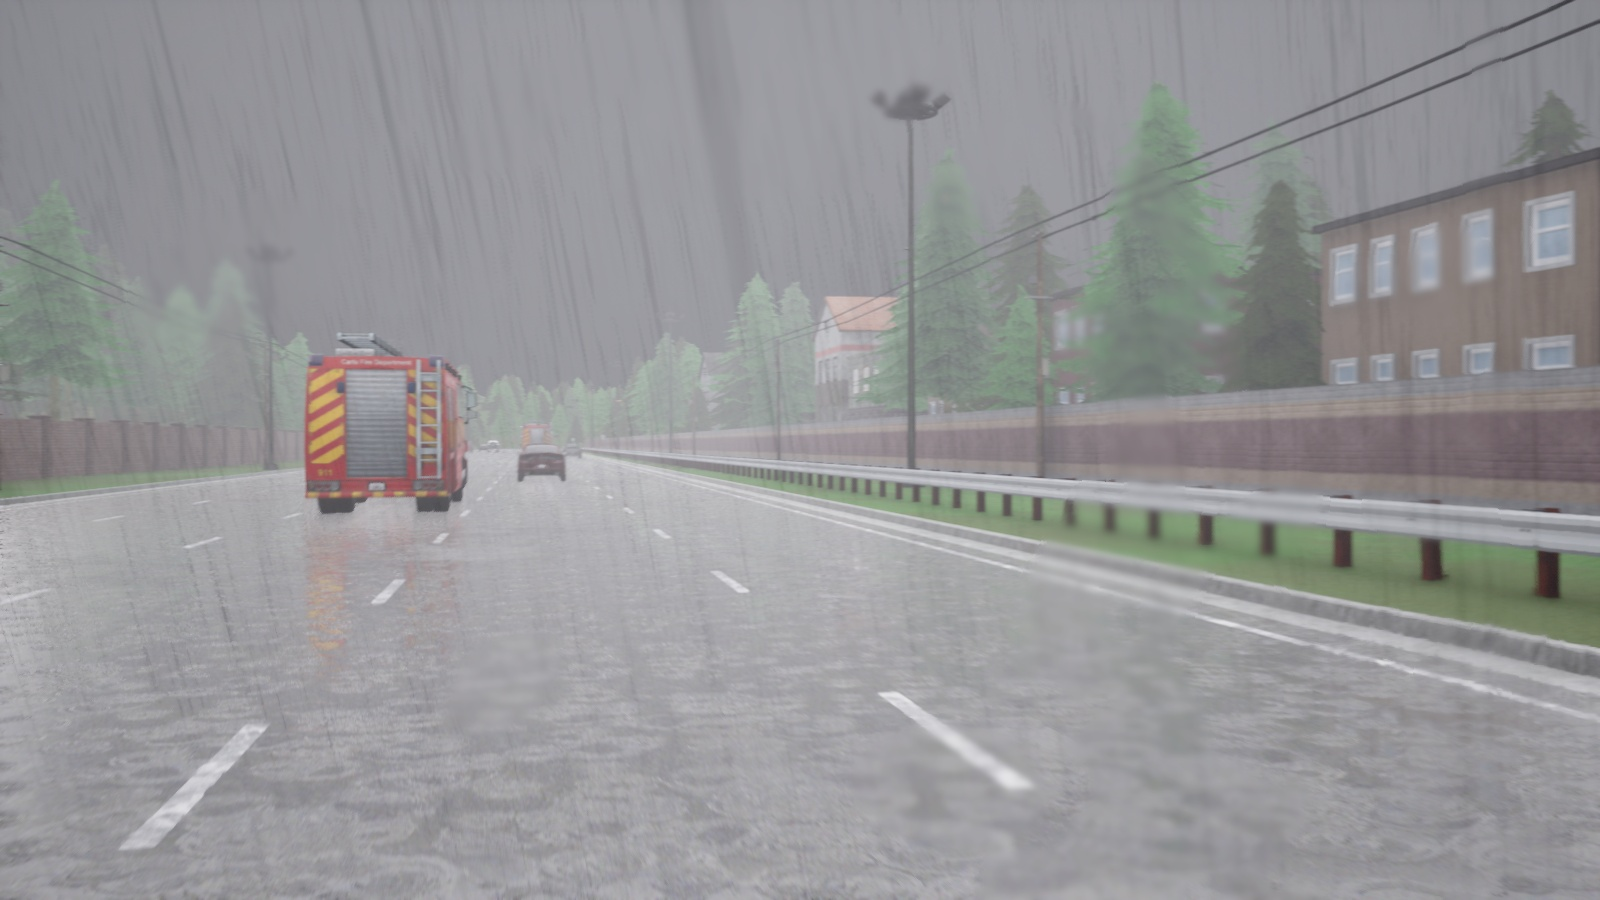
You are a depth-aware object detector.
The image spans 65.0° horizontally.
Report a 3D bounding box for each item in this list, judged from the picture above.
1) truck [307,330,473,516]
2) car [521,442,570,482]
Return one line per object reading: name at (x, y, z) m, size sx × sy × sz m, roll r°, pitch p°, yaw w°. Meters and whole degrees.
truck at (-9.598, -0.573, 30.287) m, size 2.891 × 3.827 × 8.468 m, roll 0°, pitch 0°, yaw -12°
car at (-10.419, 0.452, 51.361) m, size 1.882 × 1.535 × 5.008 m, roll 0°, pitch 0°, yaw -12°
